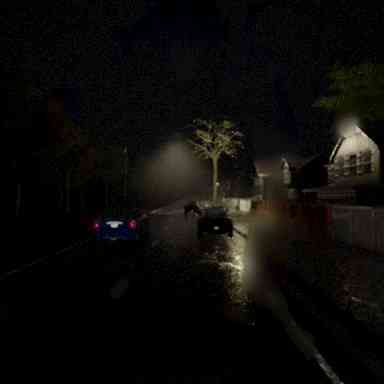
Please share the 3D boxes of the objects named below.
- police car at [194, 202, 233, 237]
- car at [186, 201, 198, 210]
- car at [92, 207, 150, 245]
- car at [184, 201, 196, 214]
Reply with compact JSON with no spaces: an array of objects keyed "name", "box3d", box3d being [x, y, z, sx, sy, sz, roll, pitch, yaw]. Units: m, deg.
[{"name":"police car","box3d":[1.229,1.617,19.321,1.930,1.638,5.238,0,-1,0]},{"name":"car","box3d":[0.011,2.117,53.742,1.994,1.385,4.181,0,-1,0]},{"name":"car","box3d":[-3.397,1.516,16.664,2.097,1.767,4.553,0,-1,0]},{"name":"car","box3d":[0.038,1.920,40.829,1.837,1.490,4.892,0,0,0]}]
